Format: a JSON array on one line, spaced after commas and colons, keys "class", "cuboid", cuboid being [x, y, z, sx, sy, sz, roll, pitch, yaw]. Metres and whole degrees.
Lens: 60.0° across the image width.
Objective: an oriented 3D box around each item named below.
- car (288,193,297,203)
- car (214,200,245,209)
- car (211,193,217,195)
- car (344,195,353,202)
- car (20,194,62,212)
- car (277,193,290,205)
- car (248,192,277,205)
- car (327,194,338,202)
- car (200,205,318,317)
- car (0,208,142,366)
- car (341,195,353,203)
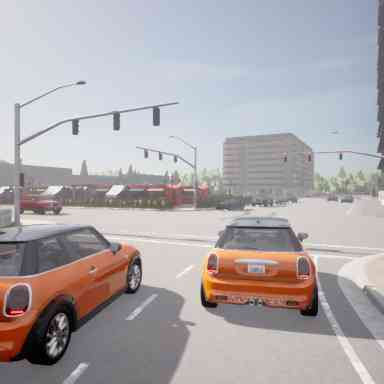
[{"class": "car", "cuboid": [20.652, 1.225, 69.738, 2.150, 2.045, 5.566, 0, 0, 27]}, {"class": "car", "cuboid": [4.588, 1.601, 39.838, 1.895, 1.301, 4.718, 0, 0, 35]}, {"class": "car", "cuboid": [5.058, 1.208, 86.961, 4.605, 1.855, 1.932, 0, 0, 28]}, {"class": "car", "cuboid": [36.687, 1.500, 77.809, 1.837, 1.490, 4.892, 0, 0, 27]}, {"class": "car", "cuboid": [-16.132, 1.277, 34.793, 5.566, 2.045, 2.150, 0, 0, 28]}, {"class": "car", "cuboid": [15.713, 1.491, 60.382, 2.128, 1.511, 4.902, 0, 0, 28]}, {"class": "car", "cuboid": [10.841, 1.223, 51.072, 2.150, 2.045, 5.566, 0, 0, 28]}, {"class": "car", "cuboid": [33.550, 1.355, 79.364, 2.097, 1.767, 4.553, 0, 0, 27]}, {"class": "car", "cuboid": [1.622, 1.352, 7.828, 2.097, 1.767, 4.553, 0, 0, 14]}, {"class": "car", "cuboid": [-2.494, 1.352, 6.118, 2.097, 1.767, 4.553, 0, 0, 10]}, {"class": "car", "cuboid": [32.097, 1.595, 68.987, 1.895, 1.301, 4.718, 0, 0, 27]}]
